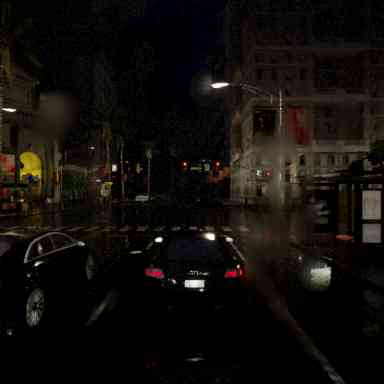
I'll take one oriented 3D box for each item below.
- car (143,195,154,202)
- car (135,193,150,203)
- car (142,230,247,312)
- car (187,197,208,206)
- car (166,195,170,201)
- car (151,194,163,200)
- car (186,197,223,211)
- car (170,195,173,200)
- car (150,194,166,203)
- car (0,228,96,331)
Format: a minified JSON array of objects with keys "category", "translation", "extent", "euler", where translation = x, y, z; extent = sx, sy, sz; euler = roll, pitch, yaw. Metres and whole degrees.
[{"category":"car","translation":[-10.626,1.540,81.055],"extent":[2.033,1.411,5.357],"euler":[0,0,0]},{"category":"car","translation":[-10.613,1.225,70.677],"extent":[2.150,2.045,5.566],"euler":[0,0,0]},{"category":"car","translation":[0.052,1.564,7.790],"extent":[1.994,1.385,4.181],"euler":[0,0,0]},{"category":"car","translation":[0.811,1.564,55.166],"extent":[1.994,1.385,4.181],"euler":[0,0,-22]},{"category":"car","translation":[-7.125,1.355,80.056],"extent":[2.097,1.767,4.553],"euler":[0,0,0]},{"category":"car","translation":[-9.586,1.355,91.686],"extent":[2.097,1.767,4.553],"euler":[0,0,10]},{"category":"car","translation":[1.572,1.526,40.868],"extent":[4.674,1.442,1.812],"euler":[0,-1,-27]},{"category":"car","translation":[-6.312,1.524,90.185],"extent":[1.812,1.442,4.674],"euler":[0,0,10]},{"category":"car","translation":[-7.112,1.553,69.873],"extent":[1.994,1.385,4.181],"euler":[0,0,0]},{"category":"car","translation":[-3.453,1.492,6.855],"extent":[2.128,1.511,4.902],"euler":[0,0,0]}]
